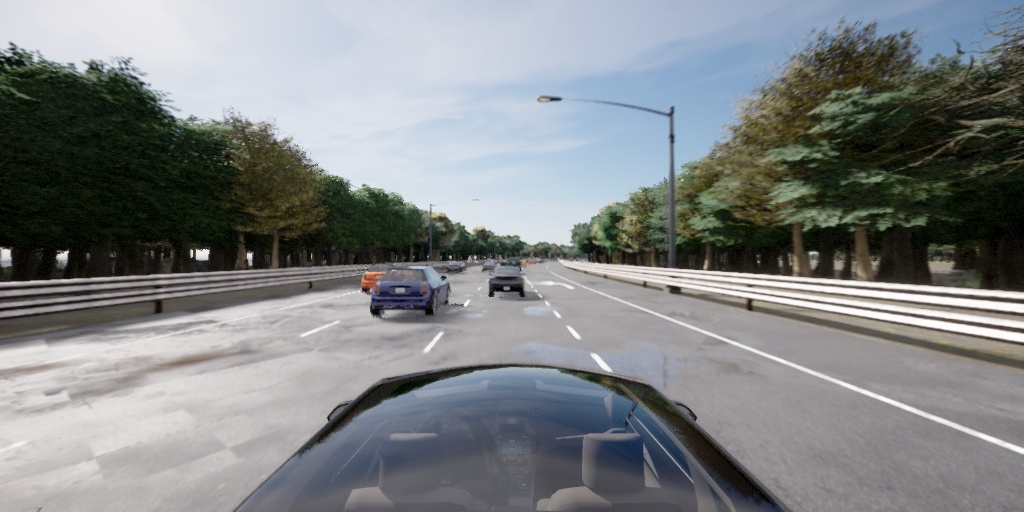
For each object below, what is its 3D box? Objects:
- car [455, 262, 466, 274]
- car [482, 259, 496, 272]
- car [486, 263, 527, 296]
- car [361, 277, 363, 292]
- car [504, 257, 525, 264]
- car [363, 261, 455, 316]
[{"bbox_3d":[-7.032,1.451,45.793,2.128,1.511,4.902,0,0,2],"label":"car"},{"bbox_3d":[-3.209,1.537,52.834,2.033,1.411,5.357,0,0,3],"label":"car"},{"bbox_3d":[-0.281,1.340,19.939,1.837,1.490,4.892,0,0,-1],"label":"car"},{"bbox_3d":[-7.302,1.197,21.743,2.097,1.767,4.553,0,0,-1],"label":"car"},{"bbox_3d":[0.393,1.218,54.962,2.150,2.045,5.566,0,0,3],"label":"car"},{"bbox_3d":[-3.687,1.157,13.821,2.097,1.767,4.553,0,0,-1],"label":"car"}]
